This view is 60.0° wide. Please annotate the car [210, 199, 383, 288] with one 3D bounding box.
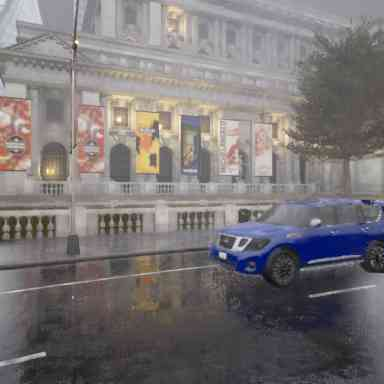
[{"bbox_3d":[3.270,1.222,9.414,5.566,2.045,2.150,0,0,-25],"label":"car"}]
